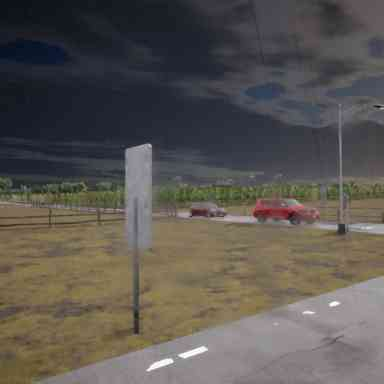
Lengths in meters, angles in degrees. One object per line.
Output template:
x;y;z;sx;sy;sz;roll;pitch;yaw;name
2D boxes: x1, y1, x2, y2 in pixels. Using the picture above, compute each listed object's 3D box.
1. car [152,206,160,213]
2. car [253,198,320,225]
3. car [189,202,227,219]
-6.342;2.355;46.212;1.895;1.301;4.718;0;-1;-36;car
7.483;1.517;27.012;2.150;2.045;5.566;0;-1;-36;car
1.628;1.839;35.137;2.097;1.767;4.553;0;-1;-36;car
